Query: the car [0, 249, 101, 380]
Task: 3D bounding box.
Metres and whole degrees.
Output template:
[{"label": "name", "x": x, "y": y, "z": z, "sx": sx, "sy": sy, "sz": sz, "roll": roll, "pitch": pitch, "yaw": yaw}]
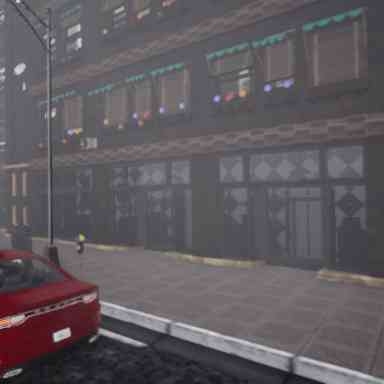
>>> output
[{"label": "car", "x": -3.376, "y": 1.599, "z": 5.290, "sx": 4.507, "sy": 1.381, "sz": 1.887, "roll": -1, "pitch": -1, "yaw": 35}]
